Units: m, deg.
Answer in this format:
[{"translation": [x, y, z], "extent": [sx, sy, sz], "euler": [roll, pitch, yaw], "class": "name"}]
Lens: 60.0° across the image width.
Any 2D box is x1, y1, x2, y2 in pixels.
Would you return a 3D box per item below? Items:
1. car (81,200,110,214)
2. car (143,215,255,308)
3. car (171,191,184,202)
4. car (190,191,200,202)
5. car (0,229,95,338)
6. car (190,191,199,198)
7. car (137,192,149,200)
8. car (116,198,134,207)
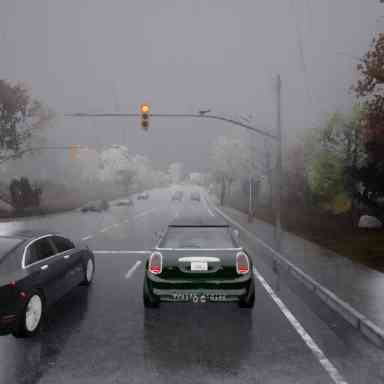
[{"translation": [-10.337, 1.547, 36.040], "extent": [2.033, 1.411, 5.357], "euler": [0, 0, 0], "class": "car"}, {"translation": [0.142, 1.352, 8.092], "extent": [2.097, 1.767, 4.553], "euler": [0, 0, 0], "class": "car"}, {"translation": [-2.988, 1.070, 64.572], "extent": [2.033, 1.411, 5.357], "euler": [0, 3, 1], "class": "car"}, {"translation": [0.613, 1.053, 64.858], "extent": [2.033, 1.411, 5.357], "euler": [0, 3, 1], "class": "car"}, {"translation": [-3.378, 1.505, 6.591], "extent": [1.837, 1.490, 4.892], "euler": [0, 0, 0], "class": "car"}, {"translation": [0.605, 0.516, 75.115], "extent": [2.033, 1.411, 5.357], "euler": [0, 3, 1], "class": "car"}, {"translation": [-9.956, 0.808, 68.363], "extent": [1.882, 1.535, 5.008], "euler": [0, 3, 1], "class": "car"}, {"translation": [-10.198, 1.553, 50.910], "extent": [1.994, 1.385, 4.181], "euler": [0, 0, 1], "class": "car"}]
